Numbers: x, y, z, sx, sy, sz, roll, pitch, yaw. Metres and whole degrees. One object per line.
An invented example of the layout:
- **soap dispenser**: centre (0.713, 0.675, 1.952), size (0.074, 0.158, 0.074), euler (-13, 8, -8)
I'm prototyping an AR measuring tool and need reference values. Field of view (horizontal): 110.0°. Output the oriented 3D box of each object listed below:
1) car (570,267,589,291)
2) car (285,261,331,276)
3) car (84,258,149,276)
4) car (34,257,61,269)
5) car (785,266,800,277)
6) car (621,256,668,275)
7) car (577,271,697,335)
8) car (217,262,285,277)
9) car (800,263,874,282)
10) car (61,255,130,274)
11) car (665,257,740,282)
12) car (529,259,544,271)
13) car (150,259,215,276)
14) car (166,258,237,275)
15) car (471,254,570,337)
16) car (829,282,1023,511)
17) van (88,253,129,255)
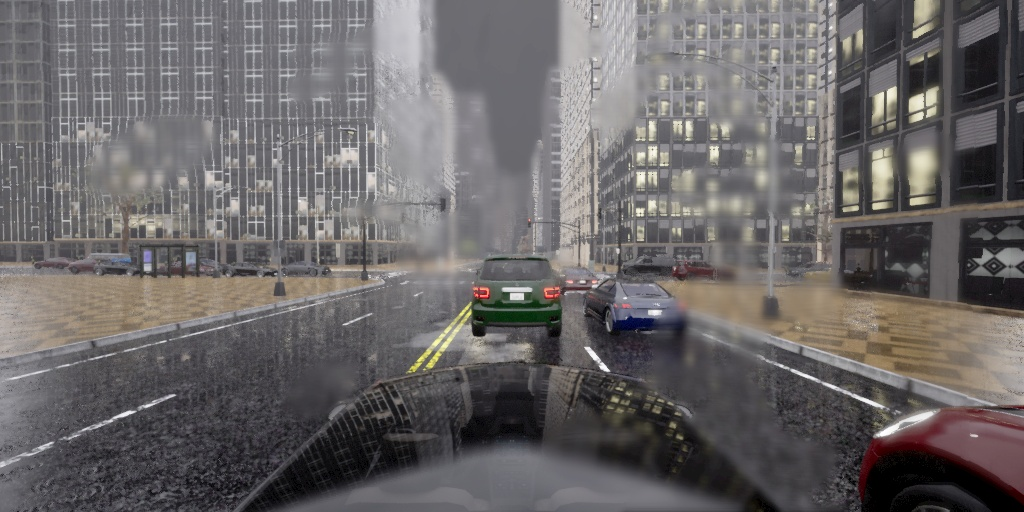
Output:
- **car**: centre (3.388, 1.287, 19.740), size (2.033, 1.411, 5.357), euler (0, 0, 0)
- **car**: centre (-19.401, 1.156, 33.771), size (4.181, 1.385, 1.994), euler (1, 1, 1)
- **car**: centre (-34.037, 1.068, 31.466), size (4.313, 1.339, 1.948), euler (0, 0, 1)
- **car**: centre (-50.893, 0.791, 40.275), size (4.207, 1.307, 1.802), euler (0, 0, 1)
- **car**: centre (30.298, 1.488, 36.038), size (4.892, 1.490, 1.837), euler (1, 1, 1)
- **car**: centre (13.660, 1.057, 36.359), size (5.566, 2.045, 2.150), euler (0, 1, 1)
- **car**: centre (3.374, 1.309, 10.498), size (1.994, 1.385, 4.181), euler (0, 0, -1)
- **car**: centre (-22.673, 1.172, 31.137), size (4.313, 1.339, 1.948), euler (0, 0, 1)
- **car**: centre (27.698, 1.577, 30.313), size (4.829, 1.417, 1.751), euler (0, 0, 1)
- **car**: centre (-39.442, 0.936, 34.224), size (4.674, 1.442, 1.812), euler (1, 1, 2)
- **car**: centre (16.251, 1.268, 30.533), size (5.009, 1.841, 2.192), euler (0, 0, 1)
- **car**: centre (3.397, 1.219, 50.019), size (1.837, 1.490, 4.892), euler (0, 0, 0)
- **car**: centre (-28.357, 1.137, 31.282), size (4.207, 1.307, 1.802), euler (0, 0, 1)
- **car**: centre (-29.370, 0.993, 33.993), size (4.902, 1.511, 2.128), euler (1, 1, 1)
- **car**: centre (0.117, 0.967, 10.405), size (2.150, 2.045, 5.566), euler (0, 0, 0)
- **car**: centre (3.344, 1.103, 0.454), size (2.097, 1.767, 4.553), euler (0, 0, 0)
- **van**: centre (-45.211, 0.603, 40.149), size (3.998, 1.789, 1.690), euler (0, 0, 1)
